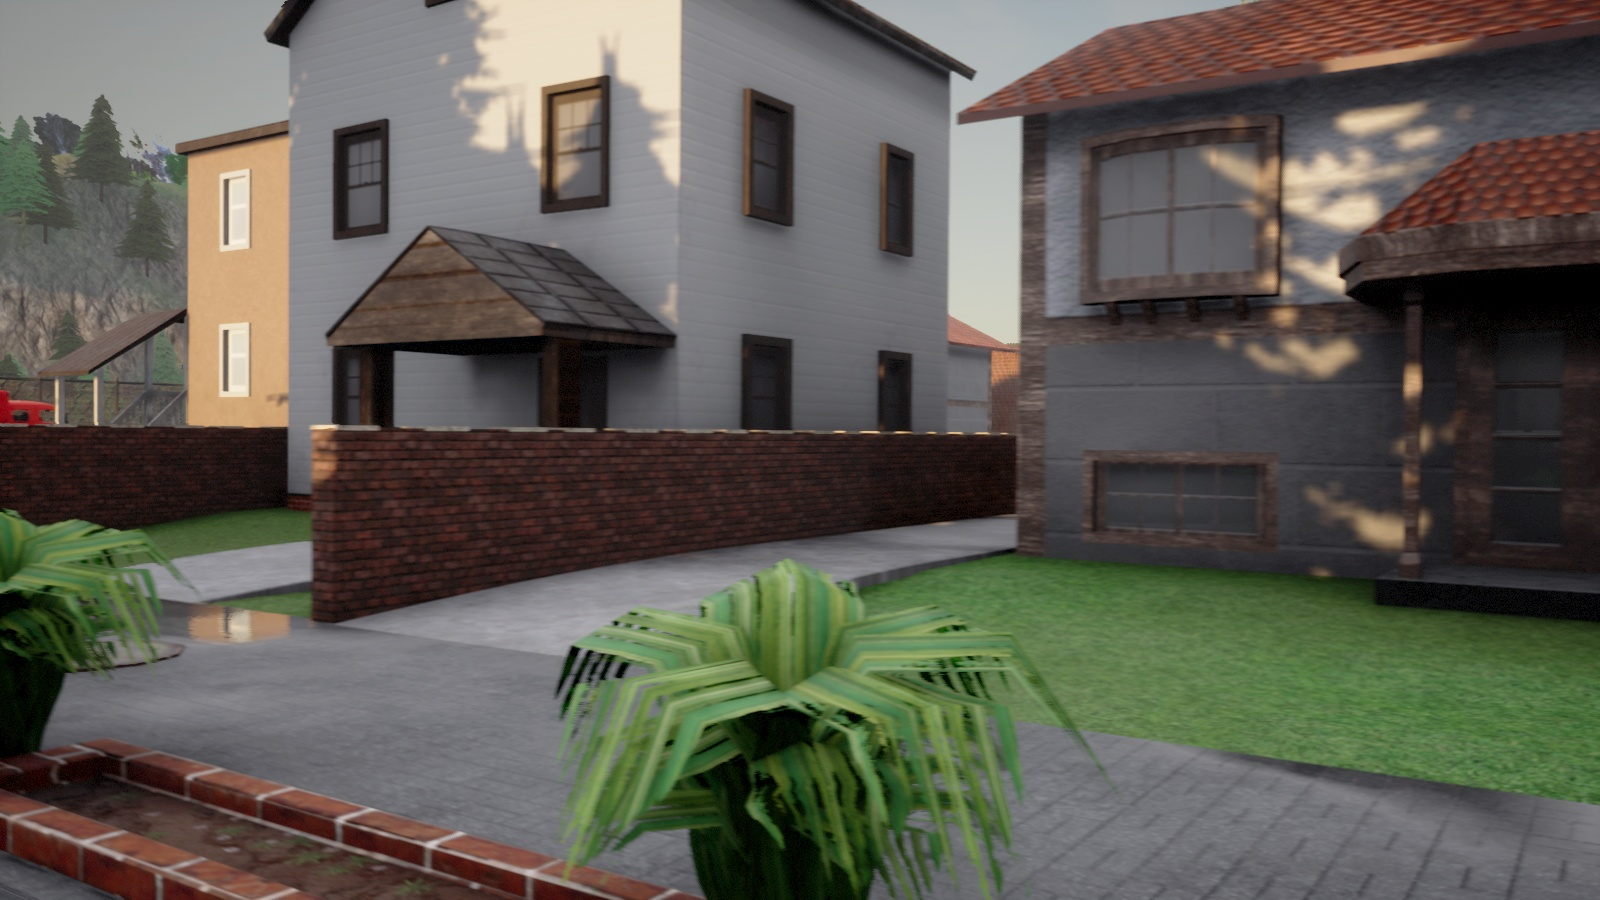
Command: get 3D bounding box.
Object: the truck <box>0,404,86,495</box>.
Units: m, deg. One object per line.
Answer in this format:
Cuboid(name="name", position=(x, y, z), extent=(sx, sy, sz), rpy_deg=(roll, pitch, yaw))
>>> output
Cuboid(name="truck", position=(-23.017, -0.018, 34.543), extent=(2.627, 2.467, 5.204), rpy_deg=(0, 1, 34))
